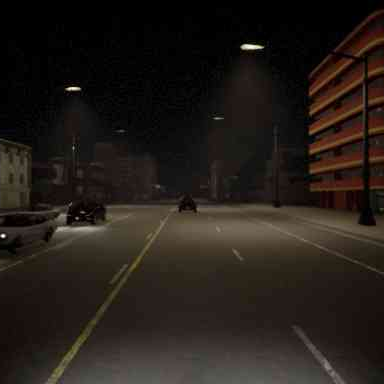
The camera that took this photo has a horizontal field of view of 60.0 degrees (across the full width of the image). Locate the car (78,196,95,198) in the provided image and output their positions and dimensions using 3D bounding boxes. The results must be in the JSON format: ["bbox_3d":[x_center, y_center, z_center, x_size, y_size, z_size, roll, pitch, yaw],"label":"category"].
[{"bbox_3d":[-11.049,1.216,34.347,2.097,1.767,4.553,0,0,0],"label":"car"}]

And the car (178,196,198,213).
[{"bbox_3d":[-0.454,1.339,34.867,1.812,1.442,4.674,0,1,0],"label":"car"}]

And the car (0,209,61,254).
[{"bbox_3d":[-7.284,1.590,13.643,1.895,1.301,4.718,0,0,-1],"label":"car"}]

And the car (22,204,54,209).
[{"bbox_3d":[-10.922,1.539,23.161,1.895,1.301,4.718,0,0,-1],"label":"car"}]

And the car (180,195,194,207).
[{"bbox_3d":[-0.675,1.250,47.088,1.882,1.535,5.008,0,0,0],"label":"car"}]

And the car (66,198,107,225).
[{"bbox_3d":[-7.430,1.425,23.801,1.837,1.490,4.892,0,0,-1],"label":"car"}]
